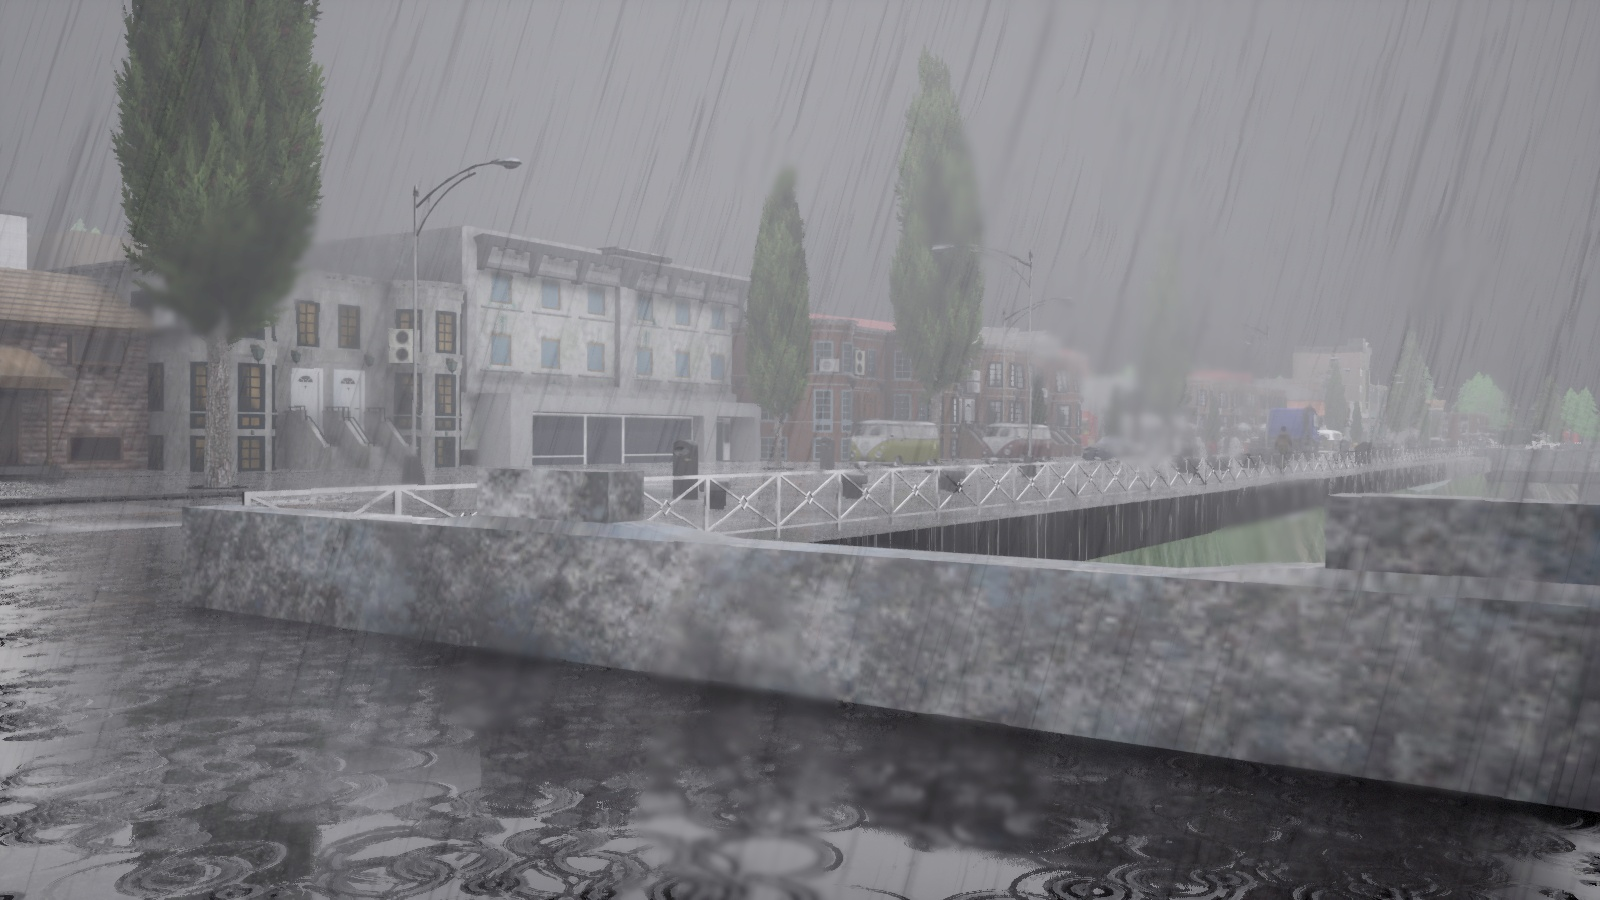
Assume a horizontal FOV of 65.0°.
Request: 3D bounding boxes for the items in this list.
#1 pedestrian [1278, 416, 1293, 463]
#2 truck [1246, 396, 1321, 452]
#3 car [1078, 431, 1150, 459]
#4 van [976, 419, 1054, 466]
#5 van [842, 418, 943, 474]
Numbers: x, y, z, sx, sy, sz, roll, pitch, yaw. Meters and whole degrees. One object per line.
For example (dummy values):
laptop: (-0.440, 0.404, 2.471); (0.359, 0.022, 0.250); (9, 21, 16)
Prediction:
pedestrian: (19.860, -0.440, 51.402); (0.396, 1.930, 0.692); (0, 1, 37)
truck: (31.517, -1.651, 81.661); (2.891, 3.462, 7.936); (0, 1, 34)
car: (16.688, -0.281, 66.542); (2.033, 1.411, 5.357); (0, 1, 34)
van: (9.610, -0.366, 55.874); (1.775, 1.987, 4.442); (0, 1, 34)
van: (3.505, -0.185, 46.673); (1.775, 1.987, 4.442); (0, 1, 34)
